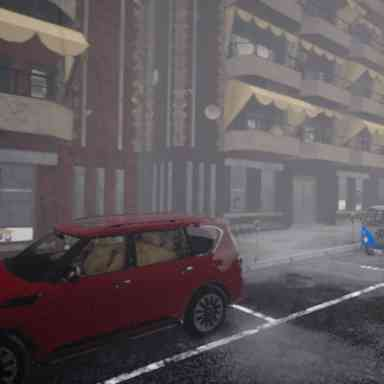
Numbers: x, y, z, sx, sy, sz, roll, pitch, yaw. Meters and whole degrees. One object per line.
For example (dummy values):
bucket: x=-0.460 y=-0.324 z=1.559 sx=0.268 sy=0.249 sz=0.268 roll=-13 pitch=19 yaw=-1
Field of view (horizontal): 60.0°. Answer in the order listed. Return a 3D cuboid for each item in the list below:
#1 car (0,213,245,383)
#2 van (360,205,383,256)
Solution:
car: x=-1.372 y=1.327 z=5.102 sx=5.009 sy=1.841 sz=2.192 roll=0 pitch=1 yaw=-36
van: x=7.521 y=1.339 z=11.675 sx=3.998 sy=1.788 sz=1.690 roll=0 pitch=1 yaw=-36
